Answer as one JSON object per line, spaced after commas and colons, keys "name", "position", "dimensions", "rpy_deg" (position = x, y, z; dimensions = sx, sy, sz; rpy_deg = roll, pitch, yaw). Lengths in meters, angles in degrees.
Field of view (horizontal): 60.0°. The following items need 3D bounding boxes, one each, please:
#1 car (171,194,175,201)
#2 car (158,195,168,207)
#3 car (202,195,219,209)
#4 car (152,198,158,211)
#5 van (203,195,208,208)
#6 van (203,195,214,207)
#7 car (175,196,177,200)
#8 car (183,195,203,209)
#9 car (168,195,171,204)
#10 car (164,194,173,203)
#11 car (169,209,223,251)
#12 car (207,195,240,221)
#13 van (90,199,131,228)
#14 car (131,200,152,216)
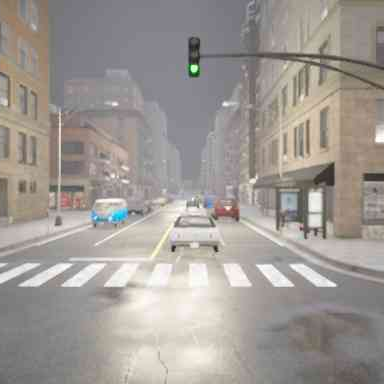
{"name": "car", "position": [-5.375, 1.398, 70.665], "dimensions": [2.192, 1.841, 5.009], "rpy_deg": [0, 0, 0]}
{"name": "car", "position": [-5.384, 1.588, 54.277], "dimensions": [1.752, 1.417, 4.829], "rpy_deg": [0, 0, 0]}
{"name": "car", "position": [2.700, 1.392, 49.040], "dimensions": [2.192, 1.841, 5.009], "rpy_deg": [0, 0, 0]}
{"name": "car", "position": [-5.392, 1.586, 38.227], "dimensions": [1.887, 1.381, 4.507], "rpy_deg": [0, 0, 0]}
{"name": "van", "position": [2.703, 1.411, 43.633], "dimensions": [1.690, 1.788, 3.998], "rpy_deg": [0, 0, 0]}
{"name": "van", "position": [2.696, 1.425, 54.446], "dimensions": [1.690, 1.788, 3.998], "rpy_deg": [0, 0, 0]}
{"name": "car", "position": [-5.370, 1.680, 81.477], "dimensions": [1.802, 1.307, 4.206], "rpy_deg": [0, 0, 0]}
{"name": "car", "position": [0.120, 1.559, 46.892], "dimensions": [2.128, 1.511, 4.902], "rpy_deg": [0, 0, 0]}
{"name": "car", "position": [-5.381, 1.620, 59.852], "dimensions": [2.008, 1.369, 4.403], "rpy_deg": [0, 0, 0]}
{"name": "car", "position": [-5.378, 1.642, 65.259], "dimensions": [1.947, 1.339, 4.313], "rpy_deg": [0, 0, 0]}
{"name": "car", "position": [0.105, 1.624, 14.239], "dimensions": [1.895, 1.301, 4.718], "rpy_deg": [0, 0, 0]}
{"name": "car", "position": [2.714, 1.363, 27.414], "dimensions": [2.192, 1.841, 5.009], "rpy_deg": [0, 0, 0]}
{"name": "van", "position": [-5.400, 1.360, 22.009], "dimensions": [1.690, 1.788, 3.998], "rpy_deg": [0, 0, 0]}
{"name": "car", "position": [-5.395, 1.600, 32.821], "dimensions": [1.947, 1.339, 4.313], "rpy_deg": [0, 0, 0]}
